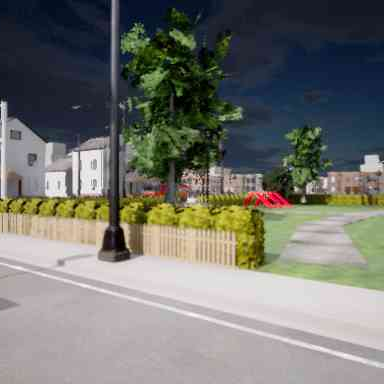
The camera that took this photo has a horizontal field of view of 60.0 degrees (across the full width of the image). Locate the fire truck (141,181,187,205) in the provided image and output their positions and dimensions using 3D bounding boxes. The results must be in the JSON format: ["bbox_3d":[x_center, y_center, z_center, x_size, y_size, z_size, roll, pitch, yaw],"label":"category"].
[{"bbox_3d":[-4.365,0.149,53.461,2.891,3.827,8.468,0,0,35],"label":"fire truck"}]
